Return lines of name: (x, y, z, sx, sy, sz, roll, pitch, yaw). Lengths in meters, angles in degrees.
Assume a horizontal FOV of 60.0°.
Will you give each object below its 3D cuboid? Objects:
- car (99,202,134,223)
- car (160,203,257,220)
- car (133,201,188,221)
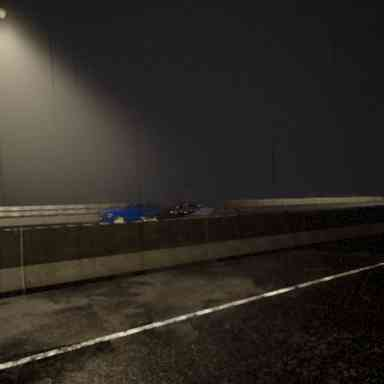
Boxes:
car: (-3.799, 1.411, 22.717, 5.008, 1.535, 1.882, 0, 0, -35)
car: (1.270, 1.473, 17.728, 5.357, 1.411, 2.033, 0, 0, -35)
car: (-0.835, 1.431, 20.520, 4.892, 1.490, 1.837, 0, 0, -35)
